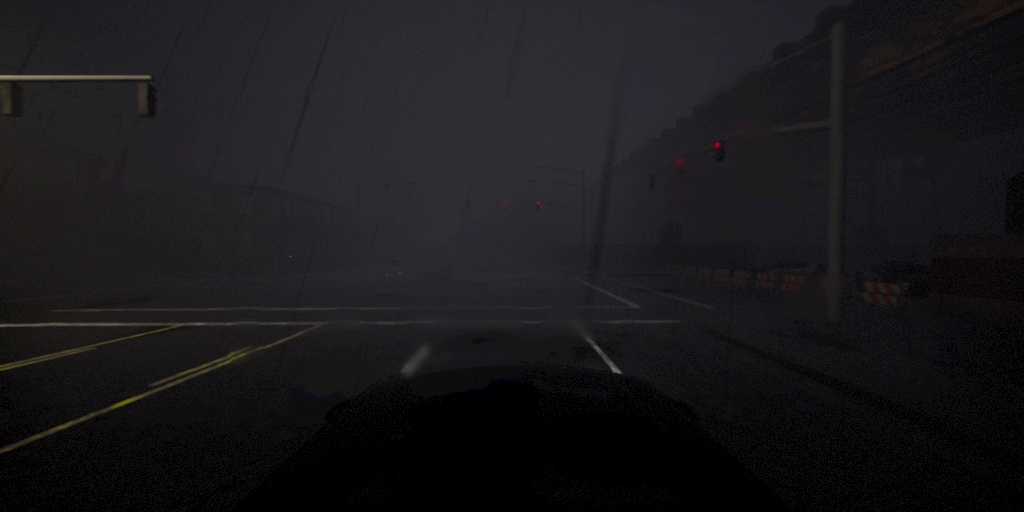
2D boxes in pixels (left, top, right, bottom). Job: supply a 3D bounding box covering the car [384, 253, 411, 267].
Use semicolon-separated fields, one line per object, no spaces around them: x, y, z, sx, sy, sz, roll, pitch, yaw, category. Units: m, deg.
-14.041;0.406;44.178;2.097;1.767;4.553;0;0;1;car
